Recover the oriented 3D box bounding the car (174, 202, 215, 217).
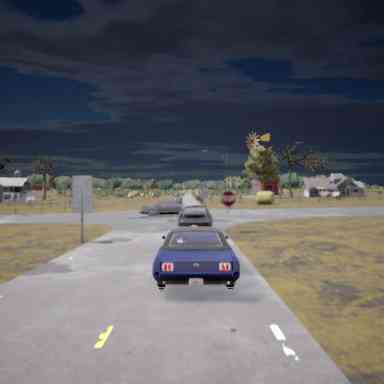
[{"bbox_3d":[0.272,1.524,19.005,1.837,1.490,4.892,0,-1,4],"label":"car"}]

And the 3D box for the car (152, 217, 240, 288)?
[{"bbox_3d":[0.092,1.610,9.241,1.895,1.301,4.718,0,0,0],"label":"car"}]

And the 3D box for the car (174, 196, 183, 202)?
[{"bbox_3d":[-3.171,1.723,79.592,1.994,1.385,4.181,0,0,0],"label":"car"}]

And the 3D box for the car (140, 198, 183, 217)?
[{"bbox_3d":[-2.137,1.598,31.390,5.357,1.411,2.033,-1,0,0],"label":"car"}]

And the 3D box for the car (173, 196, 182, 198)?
[{"bbox_3d":[-3.039,1.691,53.941,1.895,1.301,4.718,0,0,-1],"label":"car"}]
